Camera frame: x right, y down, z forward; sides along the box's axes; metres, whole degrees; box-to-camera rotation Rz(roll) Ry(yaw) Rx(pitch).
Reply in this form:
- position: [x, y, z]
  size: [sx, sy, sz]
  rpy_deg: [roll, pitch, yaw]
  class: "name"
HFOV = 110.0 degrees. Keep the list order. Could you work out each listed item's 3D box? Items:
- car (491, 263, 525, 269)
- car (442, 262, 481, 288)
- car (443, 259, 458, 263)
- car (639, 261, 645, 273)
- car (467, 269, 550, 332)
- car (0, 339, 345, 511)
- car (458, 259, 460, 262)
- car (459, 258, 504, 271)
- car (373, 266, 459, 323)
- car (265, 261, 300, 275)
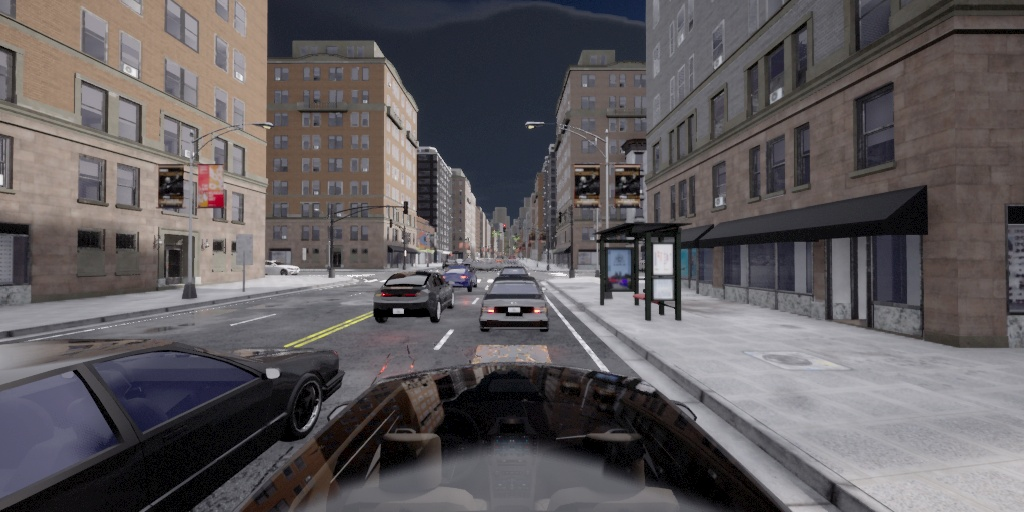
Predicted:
- position: [0.104, 1.305, 20.897]
  size: [2.033, 1.411, 5.357]
  rpy_deg: [0, 0, 0]
  class: "car"
- position: [-3.139, 1.284, 21.220]
  size: [1.812, 1.442, 4.674]
  rpy_deg: [0, 0, 0]
  class: "car"
- position: [-9.766, 1.277, 56.933]
  size: [1.837, 1.490, 4.892]
  rpy_deg: [0, 0, 3]
  class: "car"
- position: [14.844, 1.380, 43.933]
  size: [4.902, 1.511, 2.128]
  rpy_deg: [0, -1, 0]
  class: "car"
- position: [0.087, 1.300, 10.840]
  size: [2.033, 1.411, 5.357]
  rpy_deg: [0, 0, 1]
  class: "car"
- position: [-3.149, 1.298, 2.307]
  size: [2.033, 1.411, 5.357]
  rpy_deg: [0, 0, 0]
  class: "car"
- position: [-6.553, 1.124, 55.241]
  size: [2.097, 1.767, 4.553]
  rpy_deg: [0, 0, 0]
  class: "car"
- position: [-3.583, 1.325, 43.883]
  size: [4.902, 1.511, 2.128]
  rpy_deg: [0, -1, 0]
  class: "car"
- position: [-3.131, 1.258, 12.181]
  size: [1.837, 1.490, 4.892]
  rpy_deg: [0, 0, -1]
  class: "car"
- position: [-22.600, 1.157, 33.889]
  size: [4.674, 1.442, 1.812]
  rpy_deg: [0, -1, -1]
  class: "car"
